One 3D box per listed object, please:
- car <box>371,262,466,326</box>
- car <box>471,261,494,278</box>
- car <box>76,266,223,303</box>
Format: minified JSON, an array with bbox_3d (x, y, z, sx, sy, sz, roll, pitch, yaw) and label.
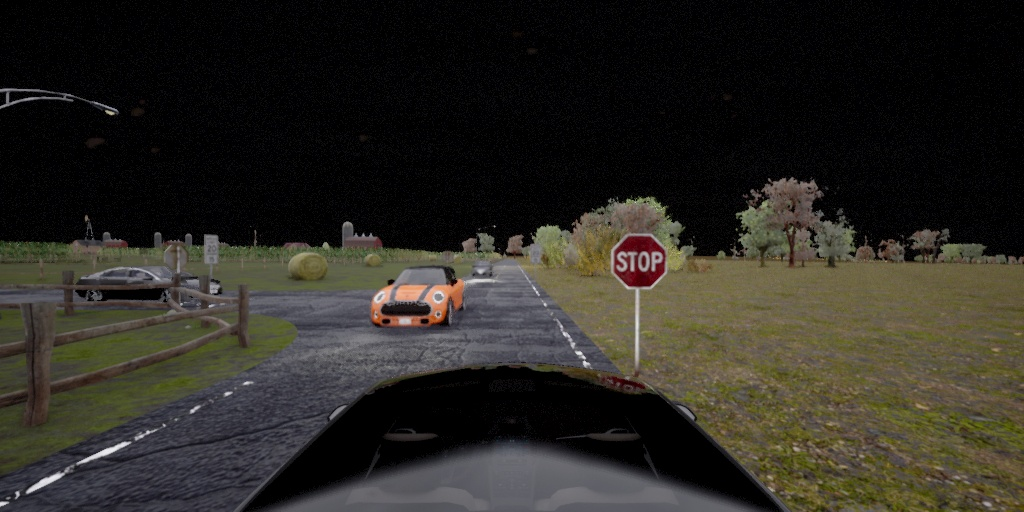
[{"bbox_3d":[-2.755,1.096,11.484,2.097,1.767,4.553,0,0,0],"label":"car"},{"bbox_3d":[-2.771,1.230,34.350,2.128,1.511,4.902,0,0,0],"label":"car"},{"bbox_3d":[-14.486,1.155,14.502,4.902,1.511,2.128,1,1,1],"label":"car"}]
